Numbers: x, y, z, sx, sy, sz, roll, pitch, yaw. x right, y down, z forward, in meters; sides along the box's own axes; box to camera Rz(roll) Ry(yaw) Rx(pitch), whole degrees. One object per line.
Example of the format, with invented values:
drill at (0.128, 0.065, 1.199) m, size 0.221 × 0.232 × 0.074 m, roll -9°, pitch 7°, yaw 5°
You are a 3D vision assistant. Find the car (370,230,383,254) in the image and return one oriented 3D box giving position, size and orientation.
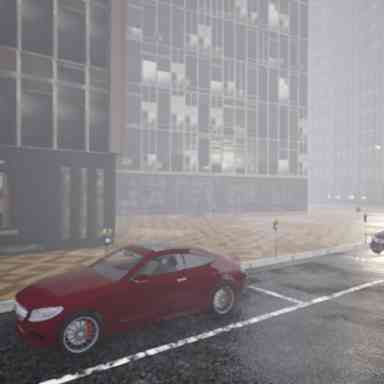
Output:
car at (8.445, 1.647, 12.580) m, size 4.206 × 1.307 × 1.802 m, roll 0°, pitch 0°, yaw -35°

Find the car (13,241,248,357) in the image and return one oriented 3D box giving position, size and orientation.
car at (-0.827, 1.595, 5.969) m, size 4.206 × 1.307 × 1.802 m, roll 0°, pitch 0°, yaw -35°
